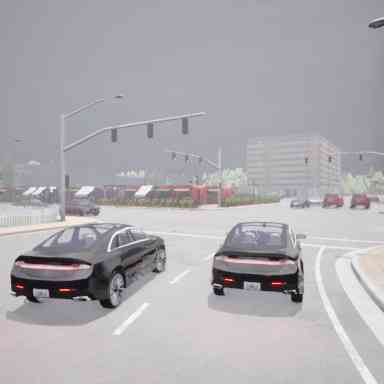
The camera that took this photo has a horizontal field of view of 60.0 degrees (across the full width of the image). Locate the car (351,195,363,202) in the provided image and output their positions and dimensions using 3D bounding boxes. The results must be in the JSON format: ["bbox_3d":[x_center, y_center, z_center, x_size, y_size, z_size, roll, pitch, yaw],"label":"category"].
[{"bbox_3d":[38.451,1.540,77.458,2.033,1.411,5.357,0,0,32],"label":"car"}]

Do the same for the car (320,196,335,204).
[{"bbox_3d":[26.177,1.478,64.209,1.882,1.535,5.008,0,0,32],"label":"car"}]

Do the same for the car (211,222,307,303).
[{"bbox_3d":[1.783,1.492,8.358,2.128,1.511,4.902,0,0,17],"label":"car"}]

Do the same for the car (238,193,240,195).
[{"bbox_3d":[11.527,1.209,88.628,4.605,1.855,1.932,0,0,32],"label":"car"}]

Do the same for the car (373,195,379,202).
[{"bbox_3d":[41.750,1.524,76.140,1.812,1.442,4.674,0,0,32],"label":"car"}]

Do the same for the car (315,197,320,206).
[{"bbox_3d":[20.318,1.526,54.846,1.812,1.442,4.674,0,0,32],"label":"car"}]

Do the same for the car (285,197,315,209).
[{"bbox_3d":[15.146,1.491,46.470,2.128,1.511,4.902,0,0,32],"label":"car"}]

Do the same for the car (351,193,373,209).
[{"bbox_3d":[23.637,1.221,46.551,2.150,2.045,5.566,0,0,32],"label":"car"}]

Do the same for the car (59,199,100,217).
[{"bbox_3d":[-11.003,1.619,32.491,4.181,1.385,1.994,0,0,33],"label":"car"}]

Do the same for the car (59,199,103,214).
[{"bbox_3d":[-12.563,1.547,37.617,4.902,1.511,2.128,0,0,32],"label":"car"}]

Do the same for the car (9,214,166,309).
[{"bbox_3d":[-2.035,1.492,7.980,2.128,1.511,4.902,0,0,12],"label":"car"}]

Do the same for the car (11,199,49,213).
[{"bbox_3d":[-18.244,1.619,37.046,4.181,1.385,1.994,0,0,32],"label":"car"}]

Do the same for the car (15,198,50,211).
[{"bbox_3d":[-20.365,1.581,42.508,4.674,1.442,1.812,0,0,32],"label":"car"}]

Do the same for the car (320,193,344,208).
[{"bbox_3d":[20.547,1.221,48.210,2.150,2.045,5.566,0,0,32],"label":"car"}]
